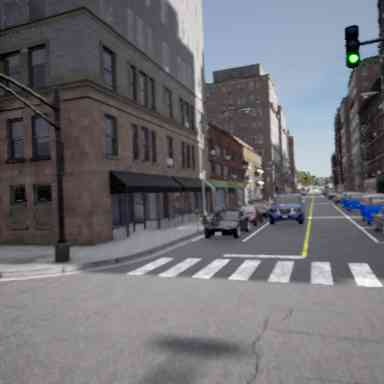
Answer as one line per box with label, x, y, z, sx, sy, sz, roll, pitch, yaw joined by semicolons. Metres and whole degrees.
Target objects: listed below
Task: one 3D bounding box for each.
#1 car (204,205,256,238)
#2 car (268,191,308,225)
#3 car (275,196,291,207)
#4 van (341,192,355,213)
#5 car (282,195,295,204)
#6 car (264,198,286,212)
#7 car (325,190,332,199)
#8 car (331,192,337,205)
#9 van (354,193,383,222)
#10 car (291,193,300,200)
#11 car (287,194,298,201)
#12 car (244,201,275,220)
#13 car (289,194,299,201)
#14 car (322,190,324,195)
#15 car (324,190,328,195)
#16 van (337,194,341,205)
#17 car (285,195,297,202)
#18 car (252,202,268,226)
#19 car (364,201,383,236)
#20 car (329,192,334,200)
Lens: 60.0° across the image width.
car;2.005;1.637;18.121;1.947;1.339;4.313;-3;-1;20
car;6.772;1.160;23.489;2.150;2.045;5.566;-3;0;20
car;13.773;1.410;50.118;1.947;1.339;4.313;-3;-1;20
van;15.403;0.956;31.352;1.690;1.788;3.998;-3;-1;20
car;17.694;1.312;60.784;1.887;1.381;4.507;-3;-1;20
car;9.850;1.472;39.453;2.008;1.369;4.403;-3;-1;20
car;29.141;0.890;68.681;1.887;1.381;4.507;-3;-1;20
car;21.298;1.081;47.349;1.802;1.307;4.206;-3;-1;20
van;11.481;1.031;20.686;1.690;1.788;3.998;-3;-1;20
car;25.535;1.052;82.117;1.967;1.590;4.097;-3;-1;20
car;21.617;1.234;71.451;1.887;1.381;4.507;-3;-1;20
car;5.928;1.563;28.787;1.947;1.339;4.313;-3;-1;20
car;23.579;1.216;76.783;1.947;1.339;4.313;-3;-1;20
car;35.025;0.778;84.680;2.008;1.369;4.403;-3;-1;20
car;31.098;0.746;74.015;1.967;1.590;4.097;-3;-1;20
van;17.365;0.918;36.685;1.690;1.788;3.998;-3;-1;20
car;19.656;1.279;66.117;2.008;1.369;4.403;-3;-1;20
car;3.967;1.616;23.453;1.802;1.307;4.206;-3;-1;20
car;9.528;1.278;15.351;2.008;1.369;4.403;-3;-1;20
car;23.315;0.985;52.842;1.752;1.417;4.829;-3;-1;20
